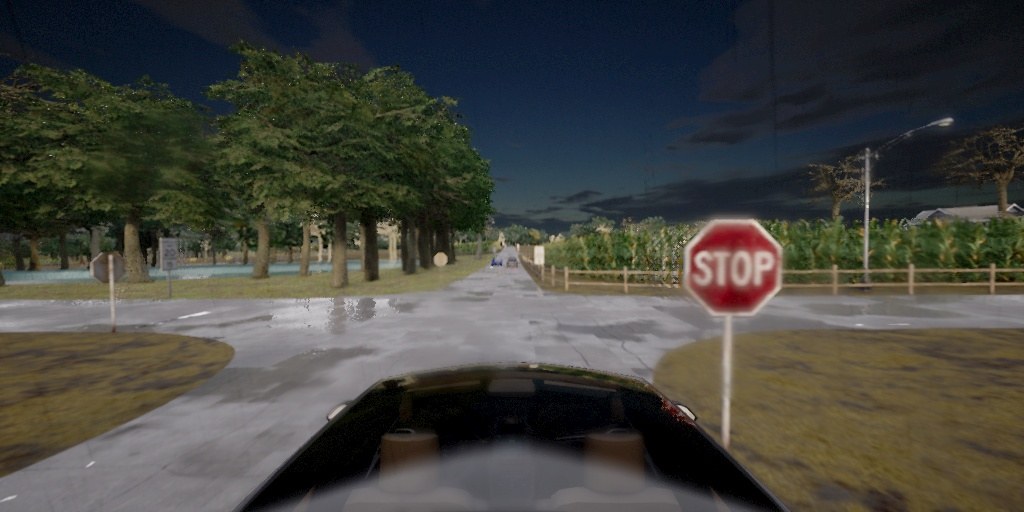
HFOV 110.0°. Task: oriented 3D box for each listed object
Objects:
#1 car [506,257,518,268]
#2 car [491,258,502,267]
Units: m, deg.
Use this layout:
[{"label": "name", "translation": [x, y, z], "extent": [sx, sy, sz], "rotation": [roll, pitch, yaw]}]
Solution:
[{"label": "car", "translation": [0.038, 1.142, 59.310], "extent": [2.128, 1.511, 4.902], "rotation": [0, 1, 0]}, {"label": "car", "translation": [-2.708, 1.041, 64.316], "extent": [1.882, 1.535, 5.008], "rotation": [0, 1, 0]}]
